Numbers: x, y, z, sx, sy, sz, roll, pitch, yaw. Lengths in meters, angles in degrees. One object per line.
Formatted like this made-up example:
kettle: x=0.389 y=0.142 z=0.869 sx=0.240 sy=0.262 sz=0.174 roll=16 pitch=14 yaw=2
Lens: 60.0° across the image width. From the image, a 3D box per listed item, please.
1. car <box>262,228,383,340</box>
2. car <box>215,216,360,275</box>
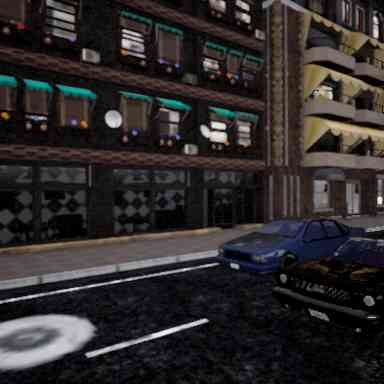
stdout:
car: x=3.721 y=1.539 z=6.338 sx=4.718 sy=1.301 sz=1.895 roll=-1 pitch=0 yaw=-35
car: x=3.252 y=1.469 z=9.996 sx=5.357 sy=1.411 sz=2.033 roll=-1 pitch=0 yaw=-35
